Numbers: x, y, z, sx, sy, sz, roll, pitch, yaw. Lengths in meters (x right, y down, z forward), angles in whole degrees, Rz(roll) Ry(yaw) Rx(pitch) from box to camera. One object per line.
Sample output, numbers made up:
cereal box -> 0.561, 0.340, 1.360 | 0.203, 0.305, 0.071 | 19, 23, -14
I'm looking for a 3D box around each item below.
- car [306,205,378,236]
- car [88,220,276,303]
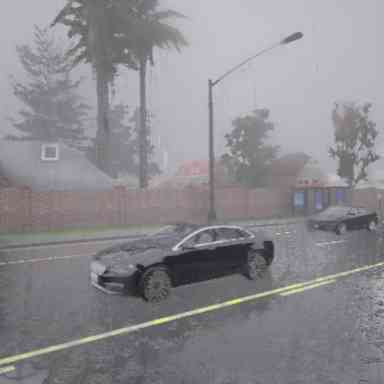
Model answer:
car -> 8.448, 1.482, 18.618 | 5.008, 1.535, 1.882 | 0, 0, -35
car -> -0.018, 1.496, 8.278 | 4.902, 1.511, 2.128 | 0, 0, -36
